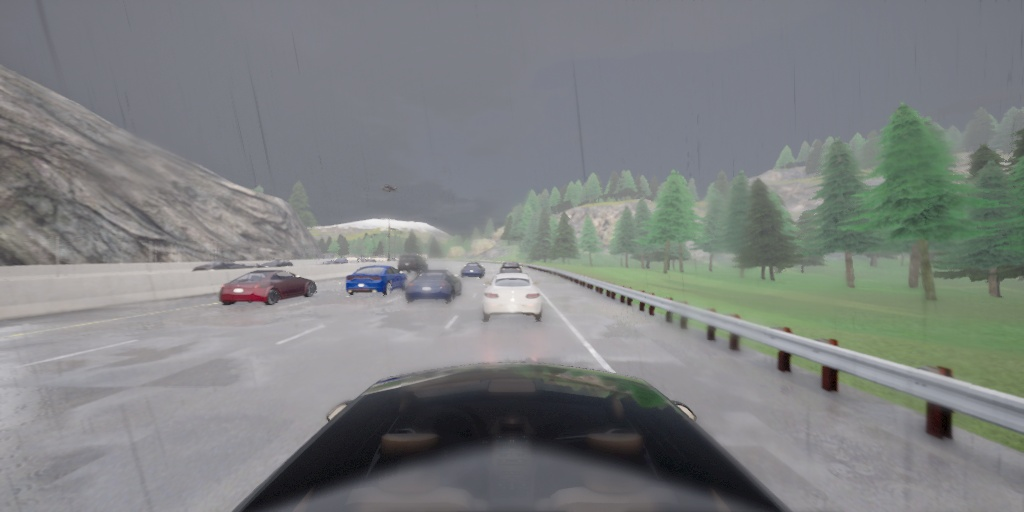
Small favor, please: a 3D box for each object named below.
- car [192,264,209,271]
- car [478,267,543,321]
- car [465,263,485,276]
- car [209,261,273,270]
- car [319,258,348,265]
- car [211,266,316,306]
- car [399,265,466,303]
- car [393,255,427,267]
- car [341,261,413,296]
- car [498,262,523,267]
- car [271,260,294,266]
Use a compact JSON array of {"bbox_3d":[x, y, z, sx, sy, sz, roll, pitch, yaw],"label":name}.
[{"bbox_3d":[-31.961,1.230,39.292,2.033,1.411,5.357,0,0,-2],"label":"car"},{"bbox_3d":[0.009,1.280,12.346,1.812,1.442,4.674,0,0,0],"label":"car"},{"bbox_3d":[-3.663,1.318,34.142,1.994,1.385,4.181,0,0,-1],"label":"car"},{"bbox_3d":[-24.852,1.300,33.087,1.895,1.301,4.718,0,0,-1],"label":"car"},{"bbox_3d":[-21.620,1.275,42.402,1.994,1.385,4.181,0,0,-2],"label":"car"},{"bbox_3d":[-10.510,1.293,15.770,1.994,1.385,4.181,0,0,0],"label":"car"},{"bbox_3d":[-3.515,1.311,16.718,1.994,1.385,4.181,0,0,0],"label":"car"},{"bbox_3d":[-10.776,0.959,39.142,2.150,2.045,5.566,0,0,-2],"label":"car"},{"bbox_3d":[-7.032,1.217,19.145,1.882,1.535,5.008,0,0,0],"label":"car"},{"bbox_3d":[-0.112,1.253,30.239,2.128,1.511,4.902,0,0,0],"label":"car"},{"bbox_3d":[-28.684,1.187,43.904,2.128,1.511,4.902,0,0,-3],"label":"car"}]
